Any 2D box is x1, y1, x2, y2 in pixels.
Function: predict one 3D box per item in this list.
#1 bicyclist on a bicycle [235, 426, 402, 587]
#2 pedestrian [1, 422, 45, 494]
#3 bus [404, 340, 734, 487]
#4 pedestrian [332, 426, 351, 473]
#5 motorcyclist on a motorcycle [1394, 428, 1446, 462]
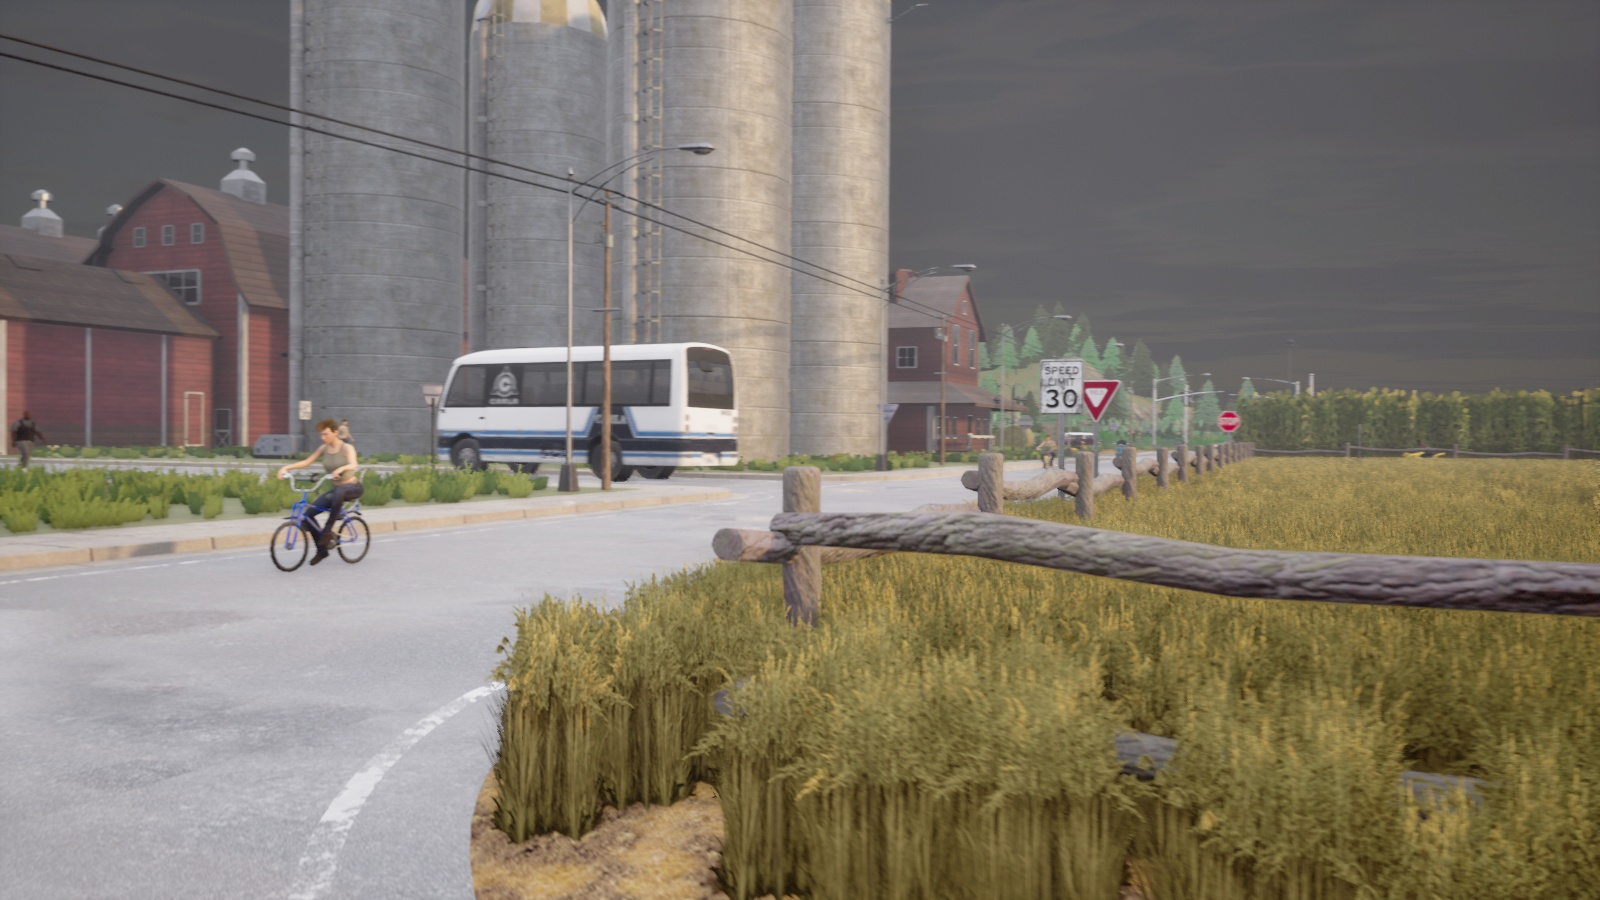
[{"bbox_3d":[-5.132,0.560,13.494,0.866,1.612,1.509,0,1,21],"label":"bicyclist on a bicycle"},{"bbox_3d":[-20.563,0.196,33.239,0.849,1.883,0.563,0,1,21],"label":"pedestrian"},{"bbox_3d":[-7.565,-1.047,40.613,10.273,4.253,3.944,0,0,28],"label":"bus"},{"bbox_3d":[-17.960,-0.016,49.193,0.594,1.836,0.345,0,1,25],"label":"pedestrian"},{"bbox_3d":[28.350,-0.232,57.449,2.044,1.523,0.797,0,1,22],"label":"motorcyclist on a motorcycle"}]
